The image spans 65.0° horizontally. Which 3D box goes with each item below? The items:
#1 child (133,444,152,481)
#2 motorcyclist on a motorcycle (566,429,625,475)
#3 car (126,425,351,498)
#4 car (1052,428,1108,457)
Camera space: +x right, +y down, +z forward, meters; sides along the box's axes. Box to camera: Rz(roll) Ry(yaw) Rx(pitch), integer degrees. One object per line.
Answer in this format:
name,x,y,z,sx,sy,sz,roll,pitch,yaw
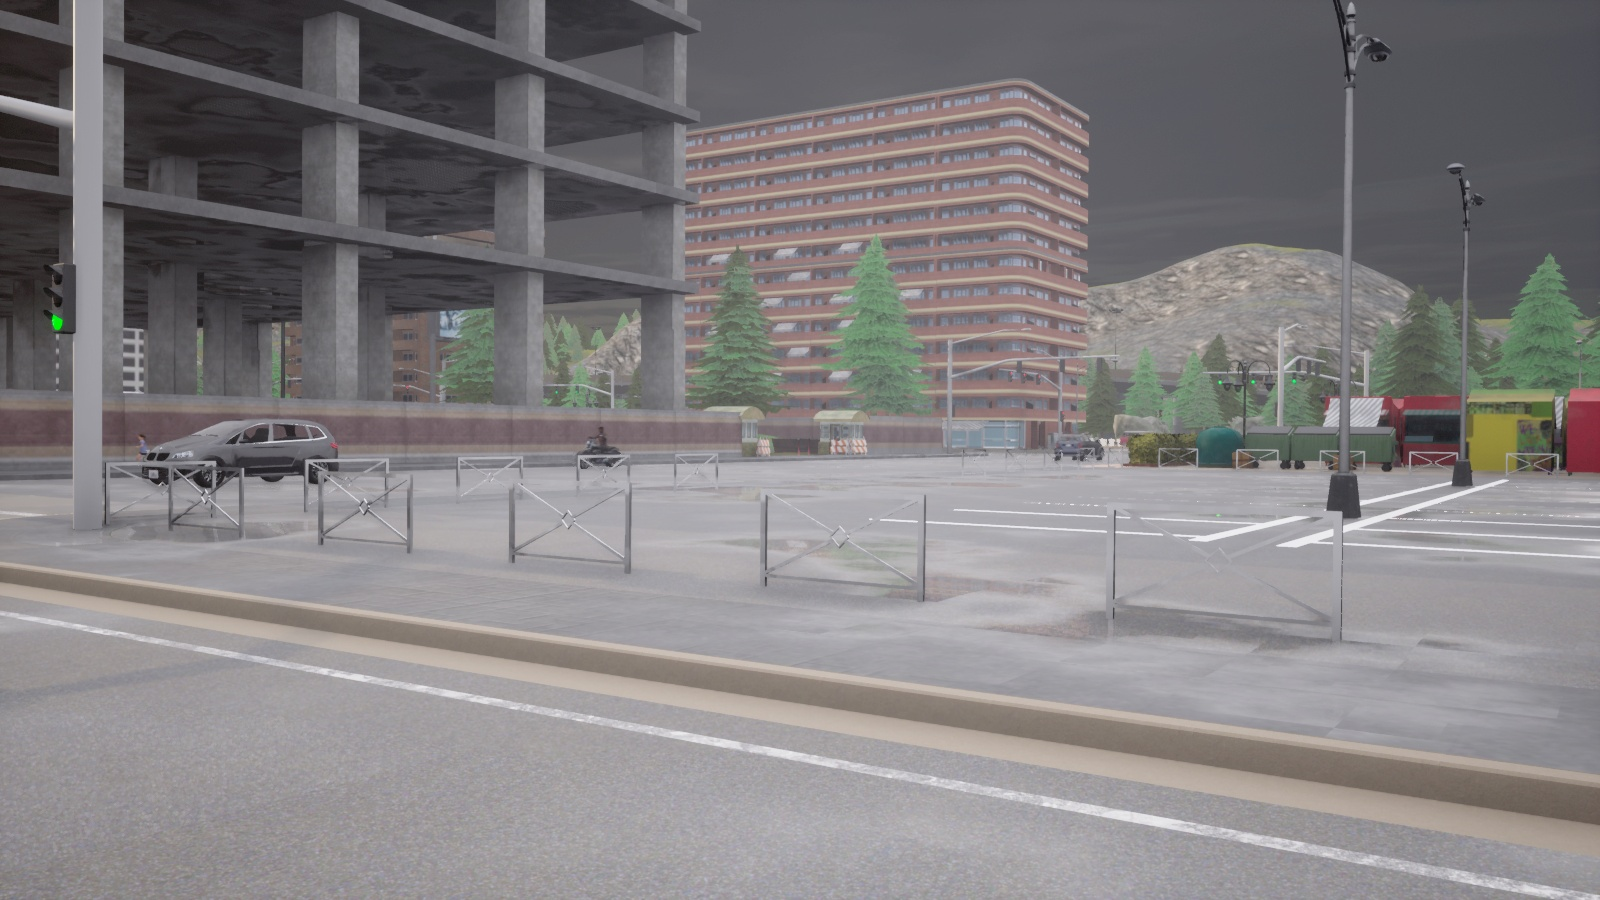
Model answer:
child,-19.723,0.378,37.666,0.255,1.110,0.394,0,1,36
motorcyclist on a motorcycle,-7.641,0.053,47.087,0.766,1.649,2.350,0,1,33
car,-13.865,0.219,31.270,2.242,1.667,4.611,0,1,33
car,15.534,-0.436,69.562,1.789,1.549,3.705,0,1,33
